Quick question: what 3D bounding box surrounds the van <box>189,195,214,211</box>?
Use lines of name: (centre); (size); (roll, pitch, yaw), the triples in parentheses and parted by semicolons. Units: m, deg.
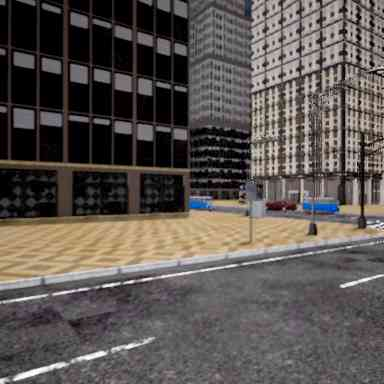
van: (1.156, 1.478, 42.074); (1.690, 1.788, 3.998); (0, 0, -34)

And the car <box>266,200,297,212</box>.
car: (11.217, 1.725, 42.198); (1.887, 1.381, 4.507); (0, 0, -34)

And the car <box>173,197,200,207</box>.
car: (-0.969, 1.588, 55.391); (2.128, 1.511, 4.902); (0, 0, -34)

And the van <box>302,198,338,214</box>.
van: (14.397, 1.546, 37.662); (1.690, 1.788, 3.998); (0, 0, -34)

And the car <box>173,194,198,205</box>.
car: (-1.215, 1.397, 60.534); (2.192, 1.841, 5.009); (0, 0, -34)
